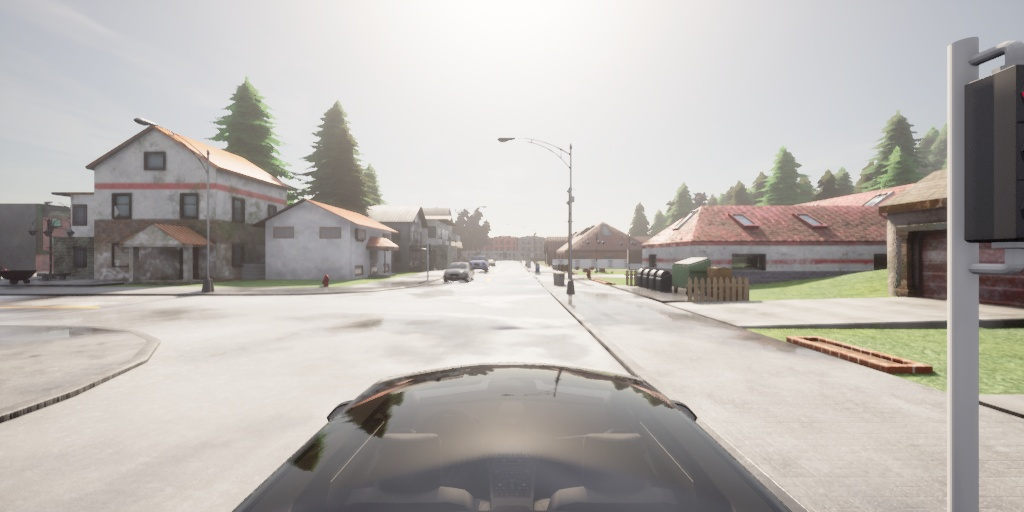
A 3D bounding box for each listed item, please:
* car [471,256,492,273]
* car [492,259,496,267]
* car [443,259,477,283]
[{"bbox_3d":[-4.081,0.970,44.186,2.150,2.045,5.566,0,0,0],"label":"car"},{"bbox_3d":[-3.981,1.309,64.713,1.994,1.385,4.181,0,0,0],"label":"car"},{"bbox_3d":[-4.089,1.253,27.863,1.837,1.490,4.892,0,0,0],"label":"car"}]
